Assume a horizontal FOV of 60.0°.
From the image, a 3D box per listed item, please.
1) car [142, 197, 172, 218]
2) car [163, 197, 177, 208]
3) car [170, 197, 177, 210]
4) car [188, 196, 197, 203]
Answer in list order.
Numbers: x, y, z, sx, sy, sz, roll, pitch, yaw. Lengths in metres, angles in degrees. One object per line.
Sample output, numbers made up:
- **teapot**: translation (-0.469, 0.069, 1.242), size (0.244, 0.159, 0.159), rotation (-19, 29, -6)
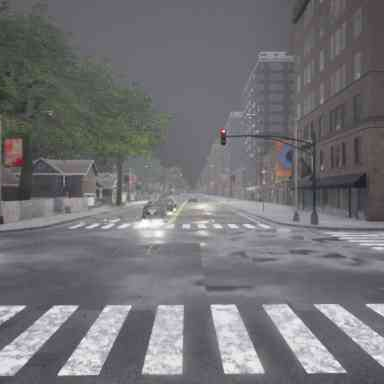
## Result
- **car**: translation (-3.303, 1.500, 30.073), size (2.128, 1.511, 4.902), rotation (0, 0, 0)
- **car**: translation (-3.266, 1.548, 49.765), size (1.812, 1.442, 4.674), rotation (0, 0, 0)
- **car**: translation (-3.286, 1.367, 39.807), size (2.097, 1.767, 4.553), rotation (0, 0, 0)
- **car**: translation (0.195, 1.538, 70.202), size (2.128, 1.511, 4.902), rotation (0, 0, 0)
